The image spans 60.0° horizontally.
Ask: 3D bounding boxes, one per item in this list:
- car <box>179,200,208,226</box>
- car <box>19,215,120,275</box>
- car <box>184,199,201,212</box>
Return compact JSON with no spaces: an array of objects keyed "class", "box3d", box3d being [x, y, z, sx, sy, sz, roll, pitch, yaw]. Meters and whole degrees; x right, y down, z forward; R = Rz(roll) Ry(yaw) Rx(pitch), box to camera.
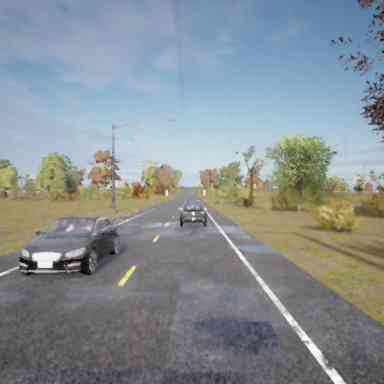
[{"class":"car","box3d":[0.095,1.556,23.806,2.128,1.511,4.902,0,0,0]},{"class":"car","box3d":[-3.599,1.522,10.604,2.128,1.511,4.902,0,0,0]},{"class":"car","box3d":[0.096,1.669,41.647,1.994,1.385,4.181,0,0,0]}]
